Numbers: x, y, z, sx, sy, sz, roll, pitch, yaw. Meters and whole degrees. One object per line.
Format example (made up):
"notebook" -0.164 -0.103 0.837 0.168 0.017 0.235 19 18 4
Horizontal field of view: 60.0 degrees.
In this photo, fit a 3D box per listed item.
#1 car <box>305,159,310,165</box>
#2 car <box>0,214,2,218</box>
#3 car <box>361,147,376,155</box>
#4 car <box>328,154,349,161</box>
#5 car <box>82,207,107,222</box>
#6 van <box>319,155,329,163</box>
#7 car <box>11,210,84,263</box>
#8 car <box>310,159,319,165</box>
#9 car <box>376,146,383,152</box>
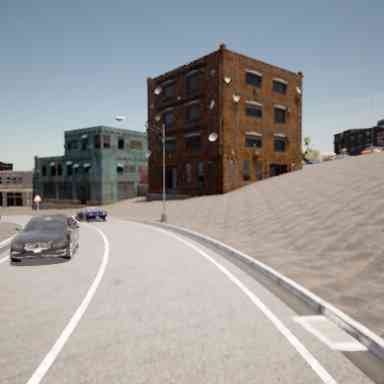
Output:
"car" 26.407 -6.155 72.877 2.435 2.045 5.566 0 1 3
"car" -29.101 3.332 47.124 5.357 1.411 2.033 -4 -1 35
"car" 24.916 -5.394 45.382 2.185 1.767 4.553 0 1 3
"car" 25.512 -5.537 56.382 2.231 1.521 4.892 0 1 3
"car" -9.930 2.129 32.608 1.895 1.301 4.718 -2 -1 -32
"van" 25.804 -5.888 61.765 1.878 1.987 4.442 0 1 3
"car" -5.405 1.634 12.733 1.837 1.490 4.892 0 -1 -14
"car" 26.112 -5.748 67.404 2.002 1.452 4.674 0 1 3
"car" 24.617 -5.253 39.871 2.185 1.767 4.553 0 1 3
